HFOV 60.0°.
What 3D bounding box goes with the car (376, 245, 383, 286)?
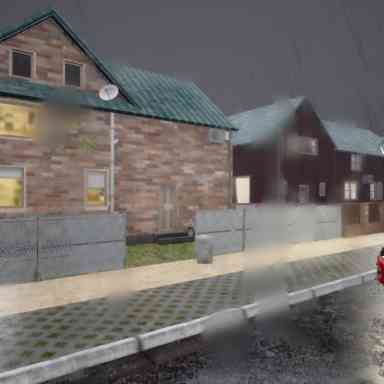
[{"bbox_3d":[6.476,1.223,7.594,5.566,2.045,2.150,0,0,-36],"label":"car"}]
